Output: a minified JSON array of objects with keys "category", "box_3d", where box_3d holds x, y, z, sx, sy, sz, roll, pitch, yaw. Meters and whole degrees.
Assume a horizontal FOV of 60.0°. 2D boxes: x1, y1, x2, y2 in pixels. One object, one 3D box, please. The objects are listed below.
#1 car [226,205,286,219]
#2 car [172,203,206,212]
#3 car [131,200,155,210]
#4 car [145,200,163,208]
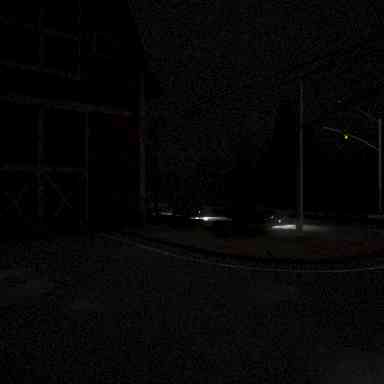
[{"category":"car","box_3d":[4.823,1.721,26.183,2.033,1.411,5.357,0,0,-34]},{"category":"car","box_3d":[-0.399,1.785,33.793,1.994,1.385,4.181,0,0,-34]},{"category":"car","box_3d":[-7.472,1.886,50.625,1.994,1.385,4.181,0,0,-34]},{"category":"car","box_3d":[-5.385,1.867,41.056,1.895,1.301,4.718,0,0,-34]}]
